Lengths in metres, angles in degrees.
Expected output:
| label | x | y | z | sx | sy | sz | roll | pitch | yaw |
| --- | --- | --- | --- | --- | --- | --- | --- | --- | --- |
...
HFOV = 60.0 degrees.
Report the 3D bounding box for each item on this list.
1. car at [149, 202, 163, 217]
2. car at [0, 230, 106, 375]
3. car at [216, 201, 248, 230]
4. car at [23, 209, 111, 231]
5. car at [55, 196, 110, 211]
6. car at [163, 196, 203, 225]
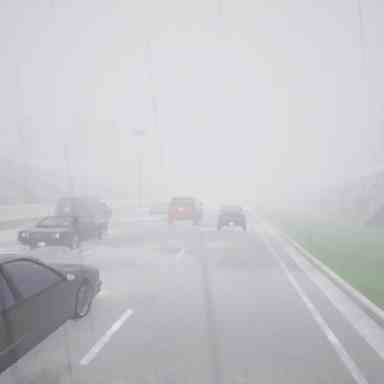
| label | x | y | z | sx | sy | sz | roll | pitch | yaw |
| --- | --- | --- | --- | --- | --- | --- | --- | --- | --- |
| car | -2.929 | 1.717 | 33.802 | 2.033 | 1.411 | 5.357 | 0 | 0 | 7 |
| car | -2.969 | 1.560 | 4.399 | 2.033 | 1.411 | 5.357 | 0 | 0 | 6 |
| car | 2.674 | 1.638 | 22.320 | 1.837 | 1.490 | 4.892 | 0 | 0 | 7 |
| car | -5.325 | 1.658 | 14.586 | 1.895 | 1.301 | 4.718 | 0 | 0 | 7 |
| car | -7.696 | 1.319 | 23.938 | 2.150 | 2.045 | 5.566 | 0 | 0 | 7 |
| car | -0.418 | 1.358 | 25.701 | 2.150 | 2.045 | 5.566 | 0 | 0 | 7 |
